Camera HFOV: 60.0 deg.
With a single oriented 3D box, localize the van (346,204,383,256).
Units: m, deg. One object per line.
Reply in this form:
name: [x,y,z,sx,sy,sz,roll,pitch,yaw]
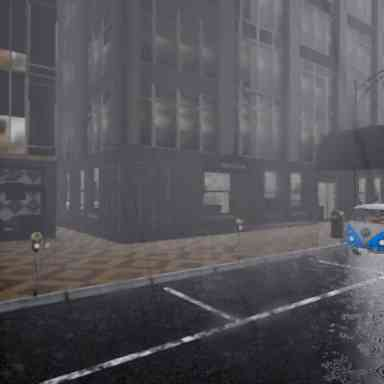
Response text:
van: [7.024,1.291,11.550,3.998,1.788,1.690,0,1,-35]
